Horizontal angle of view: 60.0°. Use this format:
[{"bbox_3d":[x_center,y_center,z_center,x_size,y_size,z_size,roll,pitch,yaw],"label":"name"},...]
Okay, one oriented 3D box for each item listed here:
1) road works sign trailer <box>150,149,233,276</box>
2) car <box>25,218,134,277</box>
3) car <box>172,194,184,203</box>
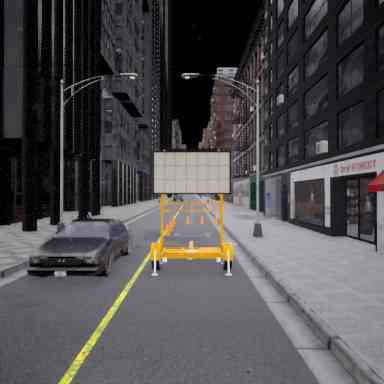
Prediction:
[{"bbox_3d":[-0.006,0.466,10.360,2.380,3.560,2.880,0,0,0],"label":"road works sign trailer"},{"bbox_3d":[-3.104,1.550,10.503,2.033,1.411,5.357,0,0,0],"label":"car"},{"bbox_3d":[-3.064,1.249,73.367,2.150,2.045,5.566,0,0,0],"label":"car"}]
